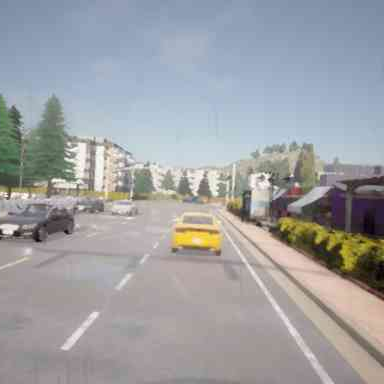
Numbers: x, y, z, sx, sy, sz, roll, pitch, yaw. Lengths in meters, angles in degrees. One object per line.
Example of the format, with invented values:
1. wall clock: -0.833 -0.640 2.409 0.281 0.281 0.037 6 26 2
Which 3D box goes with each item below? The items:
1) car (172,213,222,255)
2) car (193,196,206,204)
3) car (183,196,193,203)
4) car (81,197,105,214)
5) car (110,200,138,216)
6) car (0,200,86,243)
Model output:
1. car: 0.240 1.628 14.386 1.882 1.535 5.008 3 -1 1
2. car: 2.099 2.542 93.859 2.033 1.411 5.357 3 -1 4
3. car: -1.339 2.188 94.746 2.097 1.767 4.553 3 -1 7
4. car: -9.879 1.275 32.219 2.128 1.511 4.902 3 -1 2
5. car: -6.392 1.490 31.956 1.812 1.442 4.674 3 -1 2
6. car: -6.837 1.270 14.952 2.128 1.511 4.902 3 -1 1
